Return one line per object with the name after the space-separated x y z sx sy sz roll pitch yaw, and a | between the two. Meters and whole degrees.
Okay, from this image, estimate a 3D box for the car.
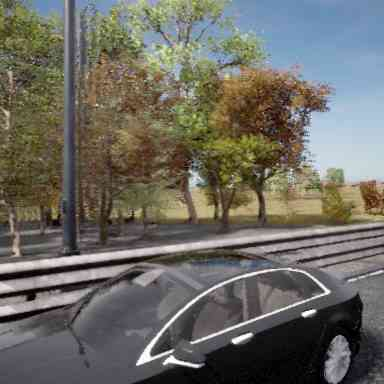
-0.012 1.504 3.678 4.892 1.490 1.837 0 0 -36 | car
